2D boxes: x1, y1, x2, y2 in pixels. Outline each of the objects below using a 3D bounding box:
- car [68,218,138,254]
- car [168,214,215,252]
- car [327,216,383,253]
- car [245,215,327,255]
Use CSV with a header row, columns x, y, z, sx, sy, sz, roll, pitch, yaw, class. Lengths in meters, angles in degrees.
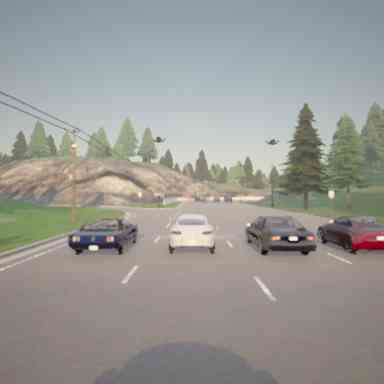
x,y,z,sx,sy,sz,roll,pitch,yaw,class
-3.504,1.735,14.103,1.895,1.301,4.718,0,-1,0,car
-0.002,1.662,14.381,1.812,1.442,4.674,0,0,0,car
6.997,1.700,14.280,1.994,1.385,4.181,0,-1,0,car
3.495,1.680,13.990,2.033,1.411,5.357,0,-1,0,car
